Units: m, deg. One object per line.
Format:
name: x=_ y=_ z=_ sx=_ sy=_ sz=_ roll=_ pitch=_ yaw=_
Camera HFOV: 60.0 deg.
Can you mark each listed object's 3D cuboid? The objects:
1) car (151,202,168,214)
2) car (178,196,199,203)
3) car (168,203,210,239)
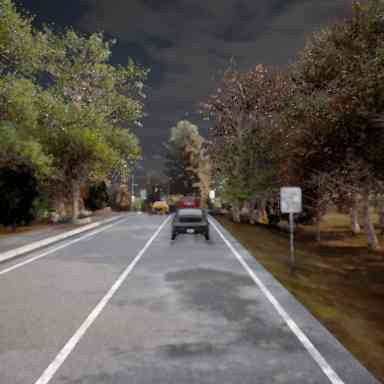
car: x=-4.015 y=1.958 z=42.218 sx=1.882 sy=1.535 sz=5.008 roll=0 pitch=-3 yaw=-1
car: x=-0.352 y=1.488 z=37.255 sx=2.150 sy=2.045 sz=5.566 roll=0 pitch=-2 yaw=-1
car: x=-0.100 y=1.532 z=17.625 sx=1.837 sy=1.490 sz=4.892 roll=0 pitch=0 yaw=-1
